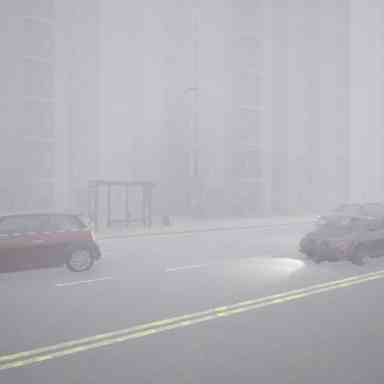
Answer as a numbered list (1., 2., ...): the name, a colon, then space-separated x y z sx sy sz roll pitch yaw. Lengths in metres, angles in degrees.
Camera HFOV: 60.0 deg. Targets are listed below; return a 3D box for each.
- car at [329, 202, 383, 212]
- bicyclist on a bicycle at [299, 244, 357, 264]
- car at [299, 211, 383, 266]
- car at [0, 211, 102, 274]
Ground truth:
1. car: 8.442 1.351 17.411 4.553 1.767 2.097 0 0 -32
2. bicyclist on a bicycle: 3.793 1.787 9.602 1.656 0.582 1.620 -1 -10 33
3. car: 5.717 1.564 11.621 4.181 1.385 1.994 0 0 -32
4. car: -4.987 1.352 9.344 4.553 1.767 2.097 0 0 -28
